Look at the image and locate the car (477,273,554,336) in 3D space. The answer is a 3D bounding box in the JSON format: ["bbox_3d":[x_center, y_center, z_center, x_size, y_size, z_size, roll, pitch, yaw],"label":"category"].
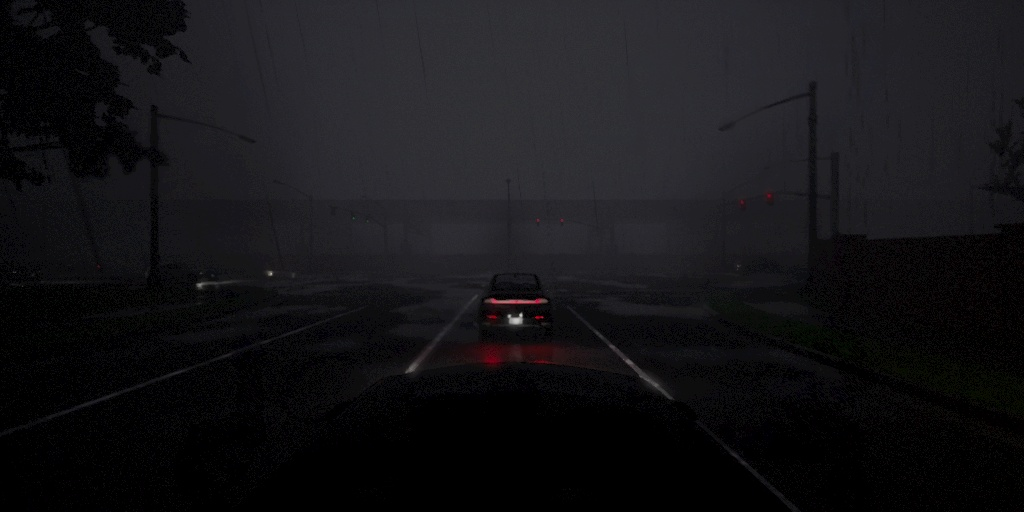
[{"bbox_3d":[0.098,1.223,10.353,2.128,1.511,4.902,0,0,0],"label":"car"}]

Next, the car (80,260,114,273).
[{"bbox_3d":[-49.655,1.211,41.657,5.357,1.411,2.033,0,0,2],"label":"car"}]

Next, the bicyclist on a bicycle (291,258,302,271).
[{"bbox_3d":[-27.039,1.110,44.922,0.582,1.620,1.656,0,0,14],"label":"bicyclist on a bicycle"}]

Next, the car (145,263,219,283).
[{"bbox_3d":[-24.688,1.221,26.884,4.674,1.442,1.812,0,0,2],"label":"car"}]

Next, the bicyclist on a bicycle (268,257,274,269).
[{"bbox_3d":[-31.591,0.953,47.011,0.582,1.620,1.656,0,0,-33],"label":"bicyclist on a bicycle"}]

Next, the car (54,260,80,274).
[{"bbox_3d":[-49.750,1.176,38.158,4.892,1.490,1.837,0,0,2],"label":"car"}]

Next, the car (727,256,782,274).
[{"bbox_3d":[24.396,0.880,36.249,4.553,1.767,2.097,-1,0,2],"label":"car"}]

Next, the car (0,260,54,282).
[{"bbox_3d":[-38.889,1.187,27.347,4.902,1.511,2.128,0,0,2],"label":"car"}]
